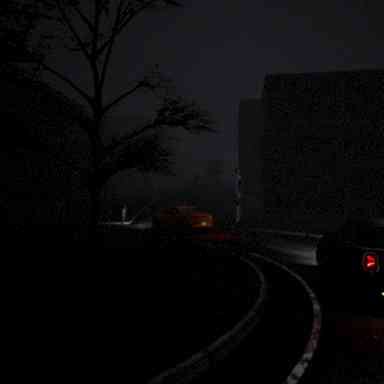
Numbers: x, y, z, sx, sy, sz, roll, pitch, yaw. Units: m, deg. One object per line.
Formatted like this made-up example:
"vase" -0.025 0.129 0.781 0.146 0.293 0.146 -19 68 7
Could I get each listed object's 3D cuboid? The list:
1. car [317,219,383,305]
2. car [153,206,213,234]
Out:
"car" 4.575 1.431 8.265 2.097 1.767 4.553 0 0 10
"car" -0.704 1.605 20.634 1.882 1.535 5.008 0 0 -34
